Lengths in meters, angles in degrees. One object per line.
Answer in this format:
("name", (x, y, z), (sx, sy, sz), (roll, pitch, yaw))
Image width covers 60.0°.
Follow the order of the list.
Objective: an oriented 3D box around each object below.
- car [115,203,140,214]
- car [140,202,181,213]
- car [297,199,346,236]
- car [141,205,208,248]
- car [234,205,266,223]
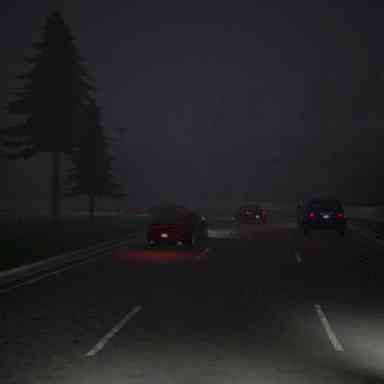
("car", (-6.575, 1.961, 39.274), (4.718, 1.301, 1.895), (0, -1, 7))
("car", (-2.687, 1.820, 34.160), (4.892, 1.490, 1.837), (-1, -2, 38))
("car", (7.675, 1.418, 20.062), (2.150, 2.045, 5.566), (0, -1, 13))
("car", (-0.523, 1.625, 15.747), (1.882, 1.535, 5.008), (0, -1, 13))
("car", (4.922, 1.795, 28.200), (1.812, 1.442, 4.674), (1, -1, -4))
